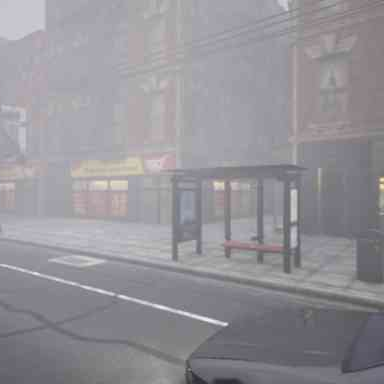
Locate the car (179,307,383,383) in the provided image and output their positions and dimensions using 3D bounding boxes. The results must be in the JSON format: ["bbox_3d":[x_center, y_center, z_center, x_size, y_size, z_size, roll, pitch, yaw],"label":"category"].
[{"bbox_3d":[2.469,1.549,2.231,5.357,1.411,2.033,0,0,36],"label":"car"}]
